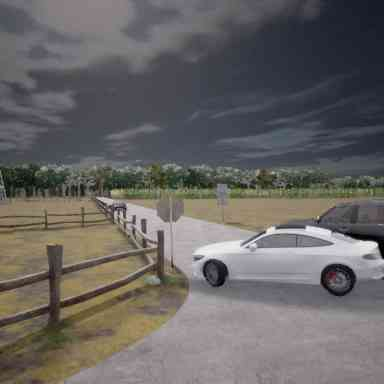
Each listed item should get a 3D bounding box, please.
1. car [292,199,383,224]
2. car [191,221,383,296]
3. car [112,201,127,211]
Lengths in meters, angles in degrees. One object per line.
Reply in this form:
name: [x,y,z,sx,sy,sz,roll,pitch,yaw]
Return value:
car: [5.105,1.229,9.819,2.150,2.045,5.566,-2,0,-40]
car: [2.290,1.613,8.600,4.674,1.442,1.812,-2,0,19]
car: [-10.849,1.983,49.470,2.033,1.411,5.357,-2,0,-18]
